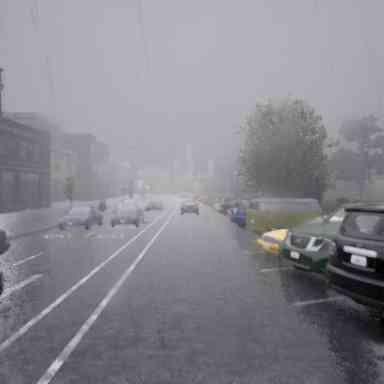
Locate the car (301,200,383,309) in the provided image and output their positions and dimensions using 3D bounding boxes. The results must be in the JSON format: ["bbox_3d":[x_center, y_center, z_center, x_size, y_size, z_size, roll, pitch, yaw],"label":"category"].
[{"bbox_3d":[5.270,1.266,6.448,5.566,2.045,2.435,1,-1,-20],"label":"car"}]

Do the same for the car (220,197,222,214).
[{"bbox_3d":[5.075,1.485,27.160,4.553,1.767,2.185,1,0,-21],"label":"car"}]

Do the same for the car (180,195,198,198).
[{"bbox_3d":[-0.536,1.624,48.408,1.882,1.535,5.008,0,0,-1],"label":"car"}]

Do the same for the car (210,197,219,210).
[{"bbox_3d":[5.135,1.628,36.103,5.366,1.575,1.946,1,0,-21],"label":"car"}]

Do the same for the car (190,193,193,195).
[{"bbox_3d":[3.120,1.265,83.505,5.566,2.045,2.435,1,0,-24],"label":"car"}]

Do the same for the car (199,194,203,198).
[{"bbox_3d":[4.577,1.602,59.872,5.366,1.575,1.946,1,0,-23],"label":"car"}]

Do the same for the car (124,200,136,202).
[{"bbox_3d":[-7.355,1.681,39.174,1.812,1.442,4.674,0,0,0],"label":"car"}]

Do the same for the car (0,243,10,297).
[{"bbox_3d":[-4.273,1.625,3.714,1.895,1.301,4.718,0,0,-1],"label":"car"}]

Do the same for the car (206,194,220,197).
[{"bbox_3d":[4.809,1.506,44.942,4.553,1.767,2.185,1,0,-21],"label":"car"}]

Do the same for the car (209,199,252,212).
[{"bbox_3d":[4.895,1.634,41.980,4.892,1.521,2.231,1,0,-21],"label":"car"}]

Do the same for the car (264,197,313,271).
[{"bbox_3d":[5.195,1.281,9.375,5.566,2.045,2.435,1,0,-20],"label":"car"}]

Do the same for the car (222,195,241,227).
[{"bbox_3d":[5.134,1.339,21.242,5.566,2.045,2.435,1,-1,-21],"label":"car"}]

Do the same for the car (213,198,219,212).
[{"bbox_3d":[5.014,1.654,33.087,4.792,1.488,2.163,1,0,-21],"label":"car"}]

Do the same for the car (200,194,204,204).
[{"bbox_3d":[4.508,1.612,56.834,5.008,1.535,2.097,1,0,-22],"label":"car"}]

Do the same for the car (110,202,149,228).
[{"bbox_3d":[-4.460,1.648,23.641,1.812,1.442,4.674,0,0,0],"label":"car"}]

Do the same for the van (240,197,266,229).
[{"bbox_3d":[5.239,1.353,18.317,4.442,1.987,1.878,1,-1,-20],"label":"van"}]

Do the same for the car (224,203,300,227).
[{"bbox_3d":[5.082,1.601,24.185,5.008,1.535,2.097,1,0,-21],"label":"car"}]

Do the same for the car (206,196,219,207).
[{"bbox_3d":[4.756,1.627,38.941,5.366,1.575,1.946,1,0,-21],"label":"car"}]

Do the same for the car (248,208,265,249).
[{"bbox_3d":[5.025,1.542,12.270,5.366,1.575,1.946,1,0,-21],"label":"car"}]

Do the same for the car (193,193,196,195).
[{"bbox_3d":[3.503,1.540,74.522,5.366,1.575,1.946,1,0,-24],"label":"car"}]

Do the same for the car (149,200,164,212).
[{"bbox_3d":[-4.560,1.734,41.786,1.994,1.385,4.181,0,0,-1],"label":"car"}]

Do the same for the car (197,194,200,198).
[{"bbox_3d":[3.998,1.609,68.666,4.674,1.452,2.002,1,0,-23],"label":"car"}]

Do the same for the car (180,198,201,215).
[{"bbox_3d":[-0.243,1.672,35.687,1.812,1.442,4.674,0,0,-1],"label":"car"}]

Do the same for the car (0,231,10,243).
[{"bbox_3d":[-7.120,1.602,8.986,2.033,1.411,5.357,0,0,0],"label":"car"}]

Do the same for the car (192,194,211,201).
[{"bbox_3d":[2.615,1.376,89.407,4.553,1.767,2.185,1,0,-25],"label":"car"}]

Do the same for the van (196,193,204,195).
[{"bbox_3d":[3.739,1.329,71.581,4.442,1.987,1.878,1,0,-23],"label":"van"}]

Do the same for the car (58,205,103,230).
[{"bbox_3d":[-7.250,1.643,22.138,1.812,1.442,4.674,0,0,0],"label":"car"}]

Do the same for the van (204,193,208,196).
[{"bbox_3d":[4.722,1.395,53.911,4.442,1.987,1.878,1,0,-22],"label":"van"}]

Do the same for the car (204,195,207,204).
[{"bbox_3d":[4.700,1.665,50.892,4.674,1.452,2.002,1,0,-22],"label":"car"}]

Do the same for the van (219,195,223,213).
[{"bbox_3d":[5.124,1.394,30.159,4.442,1.987,1.878,1,0,-21],"label":"van"}]
